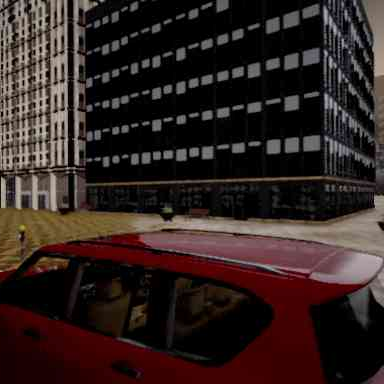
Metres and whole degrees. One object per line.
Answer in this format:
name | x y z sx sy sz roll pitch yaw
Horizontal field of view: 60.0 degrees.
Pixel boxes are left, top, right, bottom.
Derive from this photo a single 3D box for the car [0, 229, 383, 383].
car | -0.617 1.315 3.328 5.009 1.841 2.192 0 0 36
